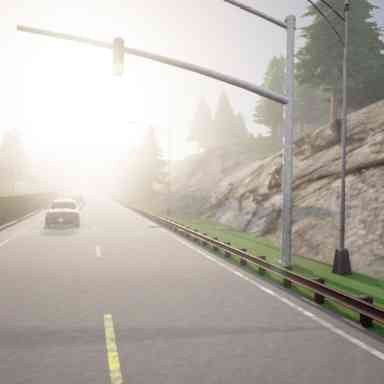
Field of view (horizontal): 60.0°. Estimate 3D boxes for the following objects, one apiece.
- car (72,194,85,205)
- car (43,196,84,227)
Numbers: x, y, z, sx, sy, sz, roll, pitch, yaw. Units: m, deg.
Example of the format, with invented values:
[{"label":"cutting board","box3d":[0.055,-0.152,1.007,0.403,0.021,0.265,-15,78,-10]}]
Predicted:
[{"label":"car","box3d":[-14.982,0.963,43.449,1.994,1.385,4.181,1,0,-17]},{"label":"car","box3d":[-7.805,1.252,20.330,1.837,1.490,4.892,1,1,-17]}]
